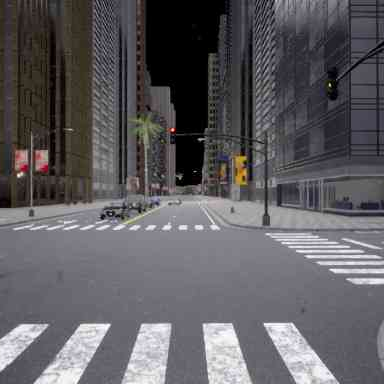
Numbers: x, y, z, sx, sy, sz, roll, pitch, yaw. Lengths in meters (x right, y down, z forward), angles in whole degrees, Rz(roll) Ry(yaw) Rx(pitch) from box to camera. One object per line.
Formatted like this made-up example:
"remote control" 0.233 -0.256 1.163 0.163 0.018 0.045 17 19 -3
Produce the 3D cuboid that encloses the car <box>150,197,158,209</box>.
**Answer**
"car" -6.645 1.483 48.380 2.097 1.767 4.553 0 0 0

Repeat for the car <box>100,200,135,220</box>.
"car" -6.631 1.628 29.128 1.994 1.385 4.181 0 0 0

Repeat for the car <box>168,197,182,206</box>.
"car" -3.218 1.782 59.798 1.895 1.301 4.718 0 0 0

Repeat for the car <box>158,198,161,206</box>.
"car" -6.613 1.653 58.520 1.882 1.535 5.008 0 0 0

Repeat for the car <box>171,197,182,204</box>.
"car" -3.228 1.789 69.693 1.994 1.385 4.181 0 0 0

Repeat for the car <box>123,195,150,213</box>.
"car" -6.642 1.314 38.452 2.150 2.045 5.566 0 0 0
